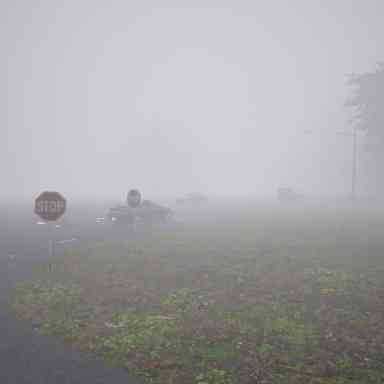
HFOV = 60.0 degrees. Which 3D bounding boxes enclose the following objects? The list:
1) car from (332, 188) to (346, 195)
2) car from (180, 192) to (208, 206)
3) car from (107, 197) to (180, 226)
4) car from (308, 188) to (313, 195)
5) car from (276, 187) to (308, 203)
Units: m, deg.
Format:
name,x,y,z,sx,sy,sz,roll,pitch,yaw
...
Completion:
name,x,y,z,sx,sy,sz,roll,pitch,yaw
car,37.871,-0.103,84.801,1.812,1.442,4.674,2,2,36
car,-0.055,0.732,37.864,1.882,1.535,5.008,2,4,36
car,-3.193,1.264,21.469,1.837,1.490,4.892,2,3,36
car,24.981,-0.063,72.814,1.882,1.535,5.008,2,2,36
car,13.065,0.379,44.154,2.150,2.045,5.566,2,2,35
